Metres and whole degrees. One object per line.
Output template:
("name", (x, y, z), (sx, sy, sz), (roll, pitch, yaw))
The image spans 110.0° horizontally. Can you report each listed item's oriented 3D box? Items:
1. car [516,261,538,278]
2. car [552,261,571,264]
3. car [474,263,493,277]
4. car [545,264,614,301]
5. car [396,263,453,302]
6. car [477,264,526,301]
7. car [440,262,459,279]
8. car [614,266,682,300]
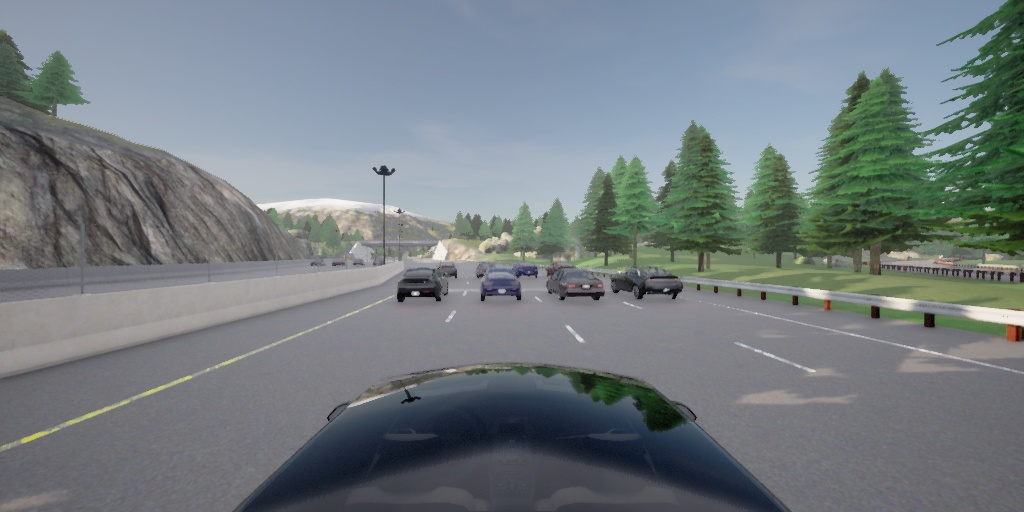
("car", (1.102, 1.232, 33.227), (1.882, 1.535, 5.008), (0, 0, -9))
("car", (4.563, 1.232, 33.753), (1.882, 1.535, 5.008), (0, 0, -9))
("car", (-2.358, 1.311, 32.701), (2.033, 1.411, 5.357), (0, 0, -9))
("car", (2.900, 1.310, 17.409), (2.033, 1.411, 5.357), (0, 0, -4))
("car", (-4.080, 1.263, 16.881), (1.837, 1.490, 4.892), (0, 0, -4))
("car", (-0.590, 1.280, 17.145), (1.812, 1.442, 4.674), (0, 0, -4))
("car", (-5.818, 1.243, 32.175), (2.128, 1.511, 4.902), (0, 0, -9))
("car", (6.390, 1.242, 17.673), (2.128, 1.511, 4.902), (0, 0, -4))
